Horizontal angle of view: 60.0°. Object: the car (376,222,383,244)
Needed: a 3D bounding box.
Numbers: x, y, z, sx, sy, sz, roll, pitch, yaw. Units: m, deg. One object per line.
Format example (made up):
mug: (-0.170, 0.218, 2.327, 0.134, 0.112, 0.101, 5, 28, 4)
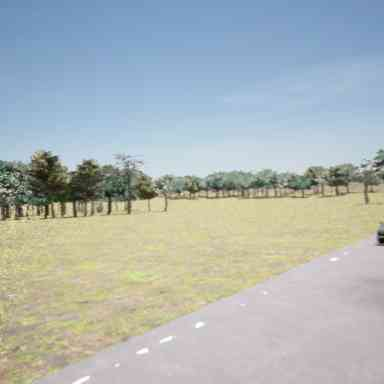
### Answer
car: (10.285, 1.643, 15.838, 2.033, 1.411, 5.357, -2, -1, 40)
